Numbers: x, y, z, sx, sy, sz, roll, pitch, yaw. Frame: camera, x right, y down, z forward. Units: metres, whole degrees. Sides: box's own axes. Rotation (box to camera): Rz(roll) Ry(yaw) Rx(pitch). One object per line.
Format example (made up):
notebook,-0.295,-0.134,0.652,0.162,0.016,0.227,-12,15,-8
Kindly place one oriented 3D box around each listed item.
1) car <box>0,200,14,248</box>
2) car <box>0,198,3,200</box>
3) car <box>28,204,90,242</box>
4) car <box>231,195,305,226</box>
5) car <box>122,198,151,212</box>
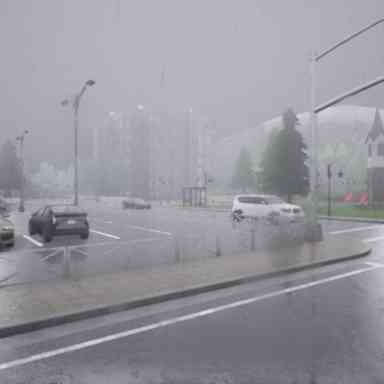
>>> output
car,-8.727,1.330,13.539,2.152,1.636,5.027,0,0,-36
car,-21.473,1.371,36.513,1.845,1.501,3.633,0,0,-36
car,-6.215,1.337,15.419,2.007,1.523,4.514,0,0,-36
car,5.203,1.211,23.696,2.150,2.045,5.566,0,0,-36
car,-6.652,1.467,39.806,1.882,1.535,5.008,0,0,-36
